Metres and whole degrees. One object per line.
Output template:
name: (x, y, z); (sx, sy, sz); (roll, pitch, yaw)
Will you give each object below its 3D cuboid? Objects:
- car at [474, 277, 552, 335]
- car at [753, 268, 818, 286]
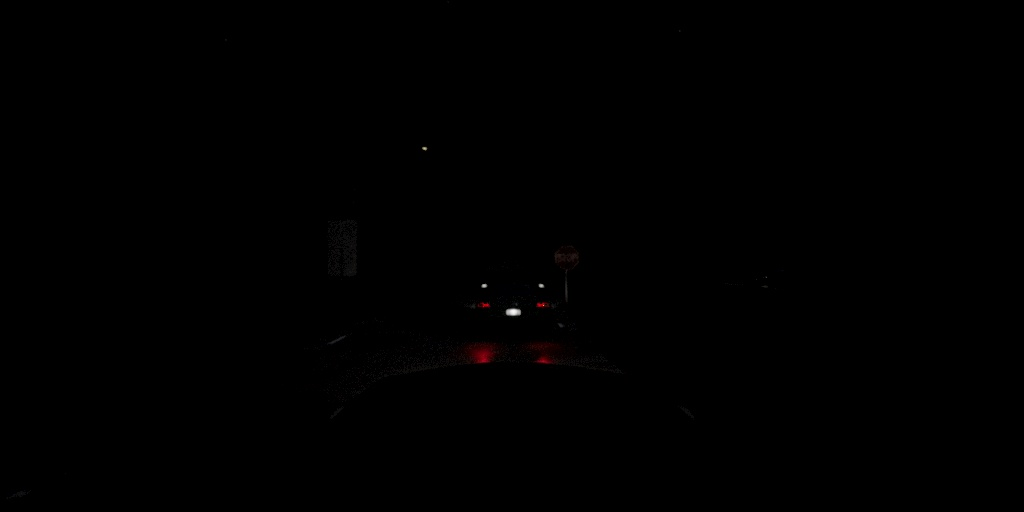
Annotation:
car: (0.025, 1.291, 10.471); (1.994, 1.385, 4.181); (0, 0, 0)
car: (22.730, 1.721, 29.872); (4.674, 1.442, 1.812); (1, -1, 0)
